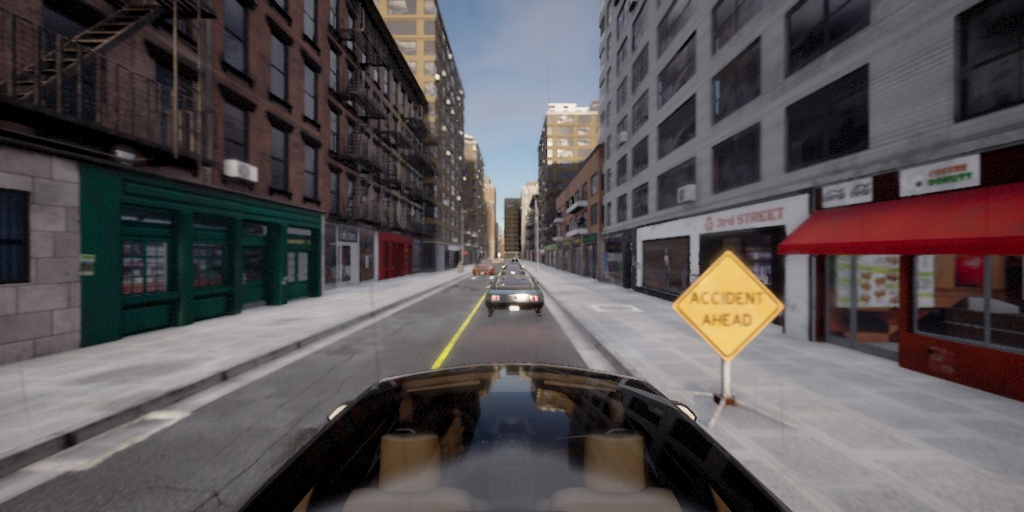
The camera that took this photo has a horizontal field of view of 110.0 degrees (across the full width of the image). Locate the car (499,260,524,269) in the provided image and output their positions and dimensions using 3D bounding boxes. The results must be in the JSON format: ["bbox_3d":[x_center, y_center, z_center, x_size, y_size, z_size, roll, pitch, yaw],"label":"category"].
[{"bbox_3d":[0.094,1.317,30.746,1.994,1.385,4.181,0,0,0],"label":"car"}]

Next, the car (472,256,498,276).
[{"bbox_3d":[-2.844,1.103,36.806,2.097,1.767,4.553,0,0,0],"label":"car"}]

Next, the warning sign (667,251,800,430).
[{"bbox_3d":[2.517,0.866,4.235,1.300,1.860,1.060,0,0,0],"label":"warning sign"}]

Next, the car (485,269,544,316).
[{"bbox_3d":[0.093,1.354,13.444,1.895,1.301,4.718,0,0,0],"label":"car"}]
